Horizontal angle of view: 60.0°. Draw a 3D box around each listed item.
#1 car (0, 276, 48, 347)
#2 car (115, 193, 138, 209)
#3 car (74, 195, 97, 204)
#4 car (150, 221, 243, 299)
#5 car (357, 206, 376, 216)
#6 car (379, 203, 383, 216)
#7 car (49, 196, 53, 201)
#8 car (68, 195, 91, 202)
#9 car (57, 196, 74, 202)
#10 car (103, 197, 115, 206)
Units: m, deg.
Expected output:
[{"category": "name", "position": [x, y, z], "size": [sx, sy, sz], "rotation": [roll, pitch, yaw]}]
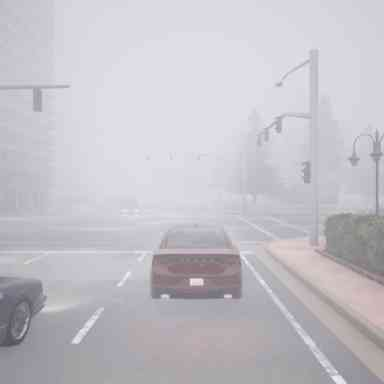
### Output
[{"category": "car", "position": [-3.428, 1.547, 3.272], "size": [2.033, 1.411, 5.357], "rotation": [0, 0, 0]}, {"category": "car", "position": [-9.038, 1.218, 46.652], "size": [2.150, 2.045, 5.566], "rotation": [0, 0, -20]}, {"category": "car", "position": [-20.095, 1.487, 64.026], "size": [4.902, 1.511, 2.128], "rotation": [0, 0, 43]}, {"category": "car", "position": [0.094, 1.477, 8.499], "size": [1.882, 1.535, 5.008], "rotation": [0, 0, 0]}, {"category": "car", "position": [15.620, 1.579, 26.530], "size": [4.674, 1.442, 1.812], "rotation": [0, 0, 0]}, {"category": "car", "position": [15.950, 1.559, 22.847], "size": [4.892, 1.490, 1.837], "rotation": [0, 0, 0]}, {"category": "car", "position": [-35.592, 1.462, 79.811], "size": [4.181, 1.385, 1.994], "rotation": [0, 0, 9]}, {"category": "car", "position": [-25.767, 1.473, 76.333], "size": [5.008, 1.535, 1.882], "rotation": [0, 0, 24]}, {"category": "car", "position": [-27.147, 1.535, 73.125], "size": [5.357, 1.411, 2.033], "rotation": [0, 0, 24]}, {"category": "car", "position": [-13.409, 1.543, 56.004], "size": [2.033, 1.411, 5.357], "rotation": [0, 0, -33]}]
